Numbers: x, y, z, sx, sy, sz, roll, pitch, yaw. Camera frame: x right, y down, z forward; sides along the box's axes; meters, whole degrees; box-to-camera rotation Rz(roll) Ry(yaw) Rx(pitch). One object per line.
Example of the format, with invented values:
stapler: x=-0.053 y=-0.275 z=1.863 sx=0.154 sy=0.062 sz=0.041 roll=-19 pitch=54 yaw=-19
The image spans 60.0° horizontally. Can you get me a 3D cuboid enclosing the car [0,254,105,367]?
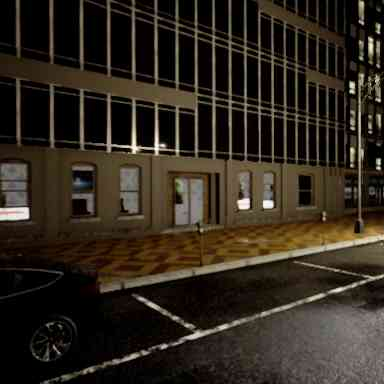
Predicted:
car: x=-3.297 y=1.569 z=4.205 sx=4.313 sy=1.339 sz=1.947 roll=-1 pitch=0 yaw=-36
